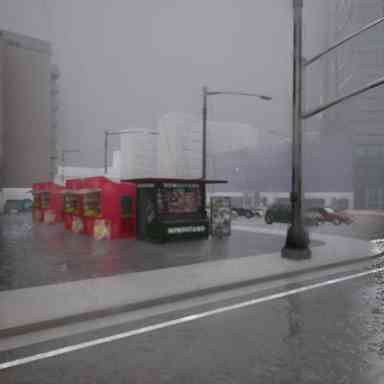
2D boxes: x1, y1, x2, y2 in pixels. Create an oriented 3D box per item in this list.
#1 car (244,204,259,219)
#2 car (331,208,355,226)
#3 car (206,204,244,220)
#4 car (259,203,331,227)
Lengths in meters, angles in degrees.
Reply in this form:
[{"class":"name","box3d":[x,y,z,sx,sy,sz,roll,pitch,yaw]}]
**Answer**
[{"class":"car","box3d":[5.394,1.966,34.751,2.128,1.511,4.902,1,-1,-36]},{"class":"car","box3d":[10.831,1.894,27.244,1.812,1.442,4.674,1,-1,-36]},{"class":"car","box3d":[2.534,1.963,32.710,1.812,1.442,4.674,1,-1,-36]},{"class":"car","box3d":[7.794,1.684,25.473,2.097,1.767,4.553,1,-1,-36]}]
